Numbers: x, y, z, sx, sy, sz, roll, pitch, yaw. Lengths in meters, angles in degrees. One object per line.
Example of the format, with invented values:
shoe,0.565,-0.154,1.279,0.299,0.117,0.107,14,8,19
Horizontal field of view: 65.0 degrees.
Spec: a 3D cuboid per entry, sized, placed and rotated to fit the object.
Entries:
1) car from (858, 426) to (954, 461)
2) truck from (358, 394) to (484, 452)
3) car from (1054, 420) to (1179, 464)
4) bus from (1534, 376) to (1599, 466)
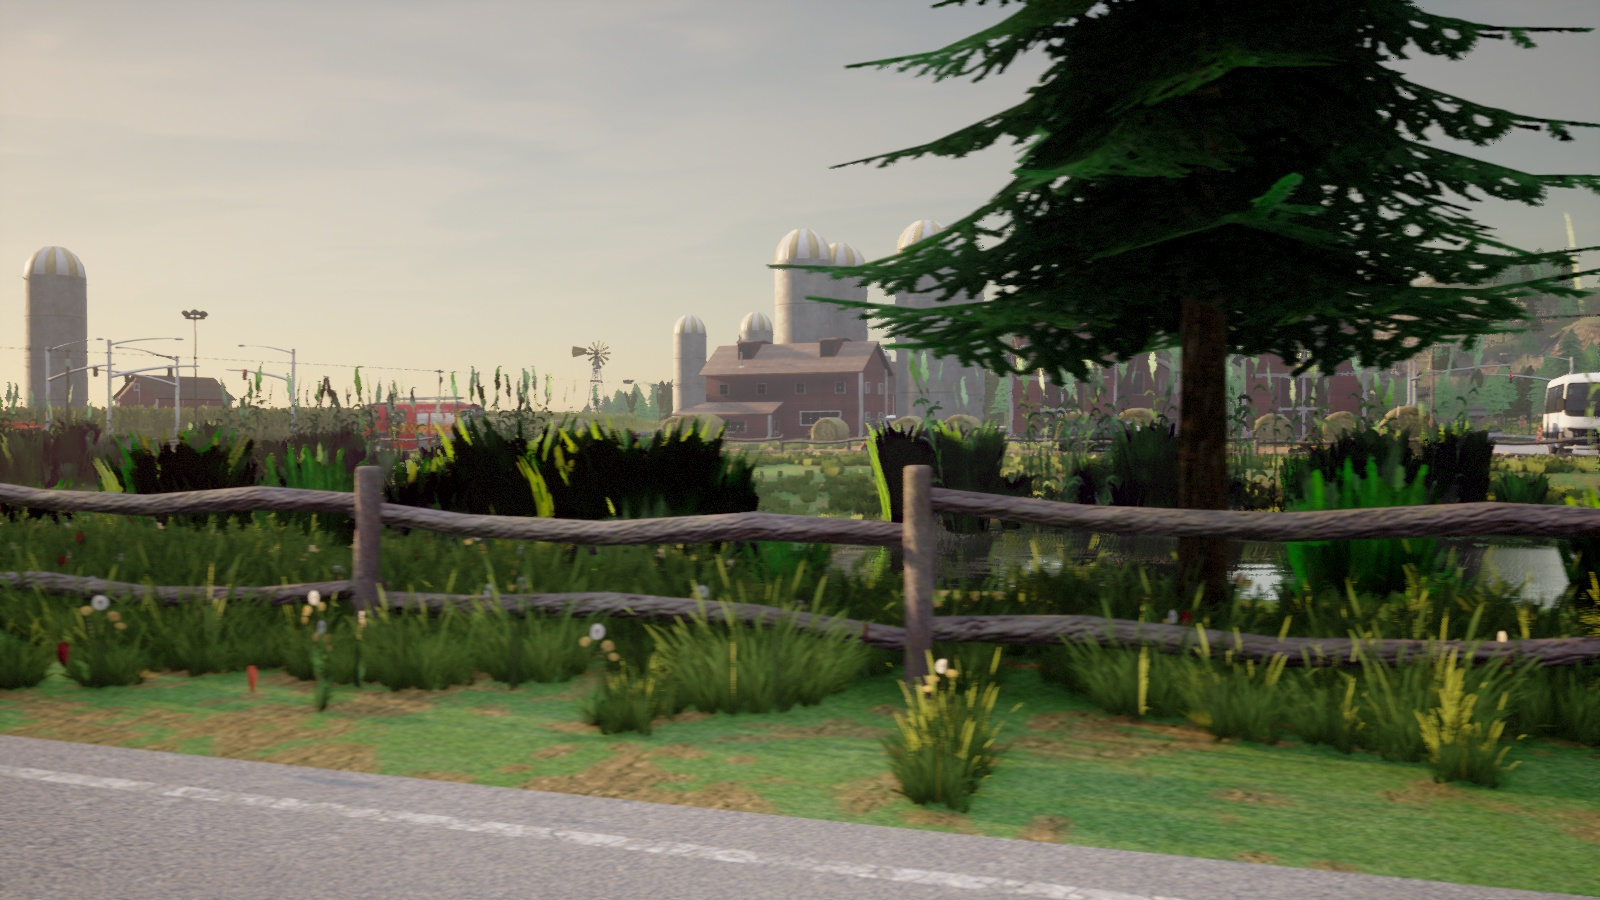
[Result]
car,5.564,-0.375,65.777,4.553,1.767,2.097,1,1,26
truck,-25.757,-1.827,85.225,8.468,3.827,2.891,1,1,26
car,15.339,-0.401,60.923,5.566,2.045,2.150,1,1,27
bus,39.891,-1.408,63.451,3.944,4.253,10.273,2,1,26
